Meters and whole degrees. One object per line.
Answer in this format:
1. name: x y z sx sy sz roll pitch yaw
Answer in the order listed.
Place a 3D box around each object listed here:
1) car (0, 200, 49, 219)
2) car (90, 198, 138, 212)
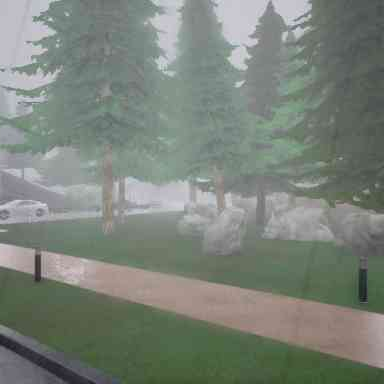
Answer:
1. car: -14.182 1.363 27.315 1.812 1.442 4.674 0 0 35
2. car: -8.211 1.384 35.652 2.033 1.411 5.357 0 0 36
